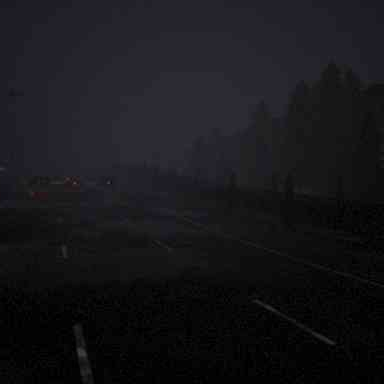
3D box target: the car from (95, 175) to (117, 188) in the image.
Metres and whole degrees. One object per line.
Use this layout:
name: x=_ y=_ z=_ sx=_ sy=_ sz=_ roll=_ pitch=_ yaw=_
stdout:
car: x=-9.927 y=-1.312 z=38.428 sx=1.994 sy=1.385 sz=4.181 roll=1 pitch=7 yaw=-22

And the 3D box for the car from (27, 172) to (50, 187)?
car: x=-16.410 y=-1.437 z=35.786 sx=1.812 sy=1.442 sz=4.674 roll=1 pitch=7 yaw=-22

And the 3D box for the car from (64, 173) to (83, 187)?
car: x=-13.280 y=-1.430 z=37.378 sx=1.812 sy=1.442 sz=4.674 roll=1 pitch=7 yaw=-22

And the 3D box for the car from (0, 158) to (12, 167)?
car: x=-35.307 y=-5.590 z=62.828 sx=2.097 sy=1.767 sz=4.553 roll=1 pitch=7 yaw=-23
